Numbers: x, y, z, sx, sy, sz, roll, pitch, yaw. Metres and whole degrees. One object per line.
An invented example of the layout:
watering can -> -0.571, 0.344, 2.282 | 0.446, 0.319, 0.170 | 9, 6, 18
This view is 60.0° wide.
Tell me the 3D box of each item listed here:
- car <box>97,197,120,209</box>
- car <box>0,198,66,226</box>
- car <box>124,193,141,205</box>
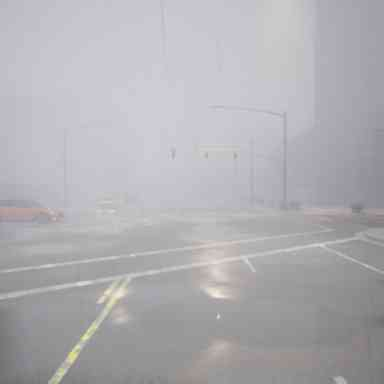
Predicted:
car -> -10.576, 1.381, 42.366 | 1.882, 1.535, 5.008 | 0, 0, 0
car -> -10.929, 1.261, 22.257 | 4.553, 1.767, 2.097 | 0, 0, 0
car -> -10.533, 1.243, 59.230 | 2.150, 2.045, 5.566 | 0, -1, 1
